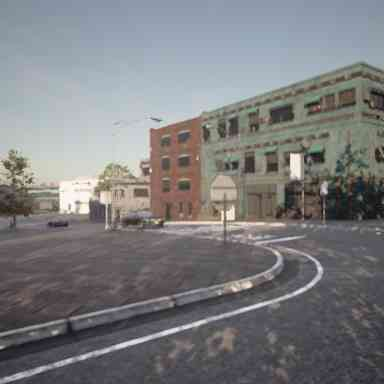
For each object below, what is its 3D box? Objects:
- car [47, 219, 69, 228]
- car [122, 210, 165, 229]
[{"bbox_3d":[-18.595,4.377,46.074,1.895,1.301,4.718,0,-5,-36],"label":"car"},{"bbox_3d":[-3.987,2.143,26.304,1.812,1.442,4.674,0,-4,-37],"label":"car"}]
